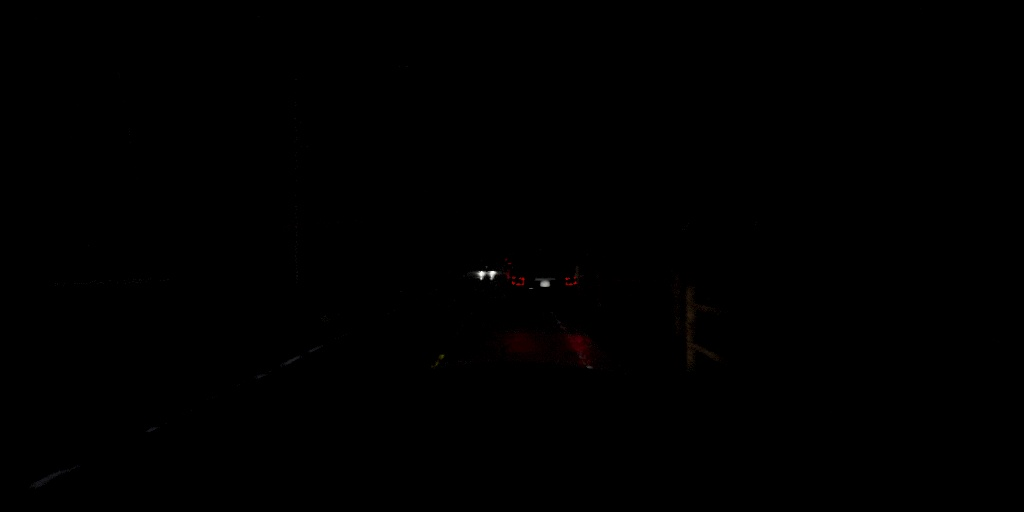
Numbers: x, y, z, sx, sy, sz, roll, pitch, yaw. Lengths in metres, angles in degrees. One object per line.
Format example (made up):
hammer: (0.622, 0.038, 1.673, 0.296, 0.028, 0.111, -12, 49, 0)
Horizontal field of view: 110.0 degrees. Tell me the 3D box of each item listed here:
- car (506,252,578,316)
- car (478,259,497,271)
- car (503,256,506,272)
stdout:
car: (0.962, 0.889, 13.091, 2.150, 2.045, 5.566, 0, 0, 0)
car: (-2.832, 1.030, 41.748, 1.994, 1.385, 4.181, 0, 0, 0)
car: (0.077, 0.978, 40.740, 1.837, 1.490, 4.892, 0, 1, 0)
